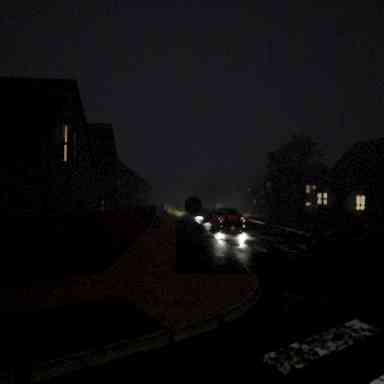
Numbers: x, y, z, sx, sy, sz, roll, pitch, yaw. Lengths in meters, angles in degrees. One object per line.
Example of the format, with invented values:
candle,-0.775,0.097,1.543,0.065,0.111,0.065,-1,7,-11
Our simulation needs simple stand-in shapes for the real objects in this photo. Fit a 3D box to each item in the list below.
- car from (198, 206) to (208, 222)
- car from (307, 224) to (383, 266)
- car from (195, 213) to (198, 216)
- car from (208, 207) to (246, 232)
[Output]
car,2.185,2.514,36.205,2.033,1.411,5.357,1,-2,-3
car,6.591,1.789,10.886,2.033,1.411,5.357,1,-2,-44
car,1.528,2.896,50.620,2.128,1.511,4.902,1,-2,-2
car,2.719,1.985,25.200,2.097,1.767,4.553,1,-2,-3
